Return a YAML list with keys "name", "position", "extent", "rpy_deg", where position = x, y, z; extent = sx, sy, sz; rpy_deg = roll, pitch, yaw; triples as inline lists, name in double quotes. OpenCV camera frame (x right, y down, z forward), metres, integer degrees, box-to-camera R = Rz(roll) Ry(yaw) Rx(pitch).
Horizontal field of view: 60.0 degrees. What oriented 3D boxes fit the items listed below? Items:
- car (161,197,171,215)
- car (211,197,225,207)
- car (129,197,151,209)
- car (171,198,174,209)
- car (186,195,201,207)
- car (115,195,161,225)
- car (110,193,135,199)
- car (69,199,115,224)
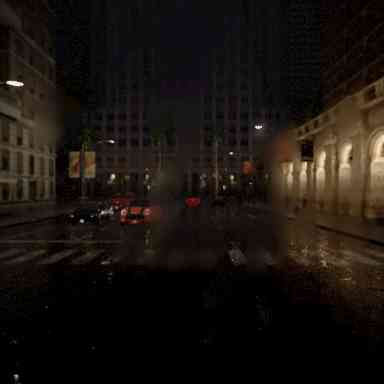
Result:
- name: "car"
  position: [-3.530, 1.441, 32.622]
  extent: [2.033, 1.411, 5.357]
  rpy_deg: [0, 0, 1]
- name: "car"
  position: [3.673, 1.393, 47.245]
  extent: [2.033, 1.411, 5.357]
  rpy_deg: [0, 0, 1]
- name: "car"
  position: [-6.858, 1.402, 44.384]
  extent: [2.033, 1.411, 5.357]
  rpy_deg: [0, 0, 1]
- name: "car"
  position: [-3.375, 1.352, 42.721]
  extent: [2.128, 1.511, 4.902]
  rpy_deg: [0, 0, 1]
- name: "car"
  position: [0.180, 1.196, 47.477]
  extent: [2.097, 1.767, 4.553]
  rpy_deg: [0, 0, 1]
- name: "car"
  position: [-3.591, 1.276, 23.149]
  extent: [2.097, 1.767, 4.553]
  rpy_deg: [0, 0, 0]
- name: "car"
  position: [-7.002, 1.110, 33.955]
  extent: [2.150, 2.045, 5.566]
  rpy_deg: [0, 0, 1]
- name: "car"
  position: [-7.098, 1.469, 24.081]
  extent: [2.033, 1.411, 5.357]
  rpy_deg: [0, 0, 0]
